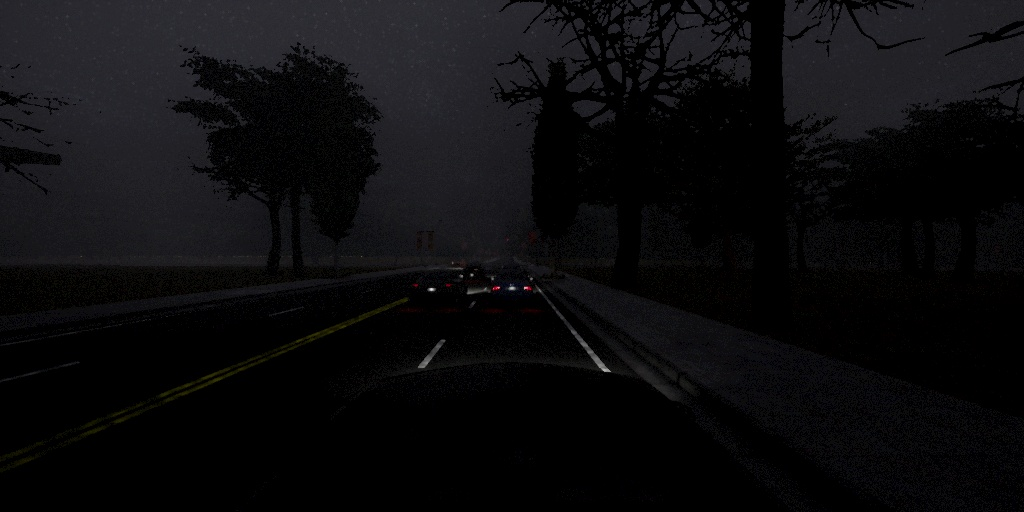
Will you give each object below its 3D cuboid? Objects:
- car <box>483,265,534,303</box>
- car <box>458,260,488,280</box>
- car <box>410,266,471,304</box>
[{"bbox_3d":[0.000,1.319,16.500,2.033,1.411,5.357,0,0,0],"label":"car"},{"bbox_3d":[-3.250,1.290,31.500,1.837,1.490,4.892,0,0,0],"label":"car"},{"bbox_3d":[-3.250,1.328,16.500,1.994,1.385,4.181,0,0,0],"label":"car"}]
